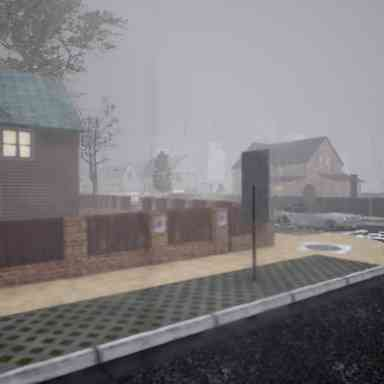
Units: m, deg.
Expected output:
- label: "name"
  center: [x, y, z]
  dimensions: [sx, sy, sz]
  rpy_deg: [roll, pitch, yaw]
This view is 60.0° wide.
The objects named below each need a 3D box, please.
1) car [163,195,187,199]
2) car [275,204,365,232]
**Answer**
- label: "car"
  center: [-1.378, 1.070, 29.501]
  dimensions: [2.128, 1.511, 4.902]
  rpy_deg: [0, 1, -35]
- label: "car"
  center: [6.674, 1.341, 18.090]
  dimensions: [1.895, 1.301, 4.718]
  rpy_deg: [0, 1, -35]
